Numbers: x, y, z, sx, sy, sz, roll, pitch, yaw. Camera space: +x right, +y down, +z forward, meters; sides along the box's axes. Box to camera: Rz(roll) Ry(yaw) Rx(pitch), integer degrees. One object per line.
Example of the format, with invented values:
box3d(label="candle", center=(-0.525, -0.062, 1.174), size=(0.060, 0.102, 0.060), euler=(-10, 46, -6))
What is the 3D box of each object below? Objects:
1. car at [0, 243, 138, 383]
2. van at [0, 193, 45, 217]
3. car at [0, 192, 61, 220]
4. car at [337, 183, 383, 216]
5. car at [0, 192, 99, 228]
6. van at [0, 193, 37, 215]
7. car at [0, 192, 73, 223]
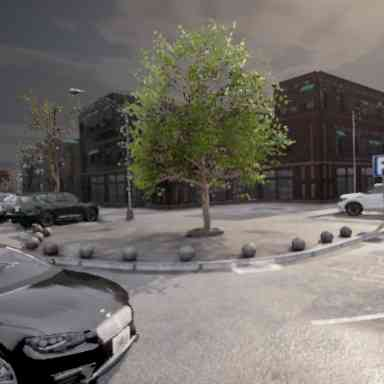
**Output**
box3d(label="car", center=(-3.160, 1.477, 4.520), size=(4.902, 1.511, 2.128), euler=(-1, 1, 17))
box3d(label="van", center=(-15.954, 1.108, 30.308), size=(1.878, 1.987, 4.442), euler=(-1, 1, 31))
box3d(label="car", center=(-14.143, 1.075, 27.891), size=(2.435, 2.045, 5.566), euler=(0, 1, 31))
box3d(label="car", center=(12.074, 0.432, 20.667), size=(5.566, 2.045, 2.435), euler=(-2, 1, 32))
box3d(label="car", center=(-8.501, 1.044, 21.081), size=(2.435, 2.045, 5.566), euler=(-1, 1, 31))
box3d(label="van", center=(-17.830, 1.118, 32.597), size=(1.878, 1.987, 4.442), euler=(-1, 1, 31))
box3d(label="car", center=(-12.267, 1.065, 25.602), size=(2.435, 2.045, 5.566), euler=(0, 1, 31))
